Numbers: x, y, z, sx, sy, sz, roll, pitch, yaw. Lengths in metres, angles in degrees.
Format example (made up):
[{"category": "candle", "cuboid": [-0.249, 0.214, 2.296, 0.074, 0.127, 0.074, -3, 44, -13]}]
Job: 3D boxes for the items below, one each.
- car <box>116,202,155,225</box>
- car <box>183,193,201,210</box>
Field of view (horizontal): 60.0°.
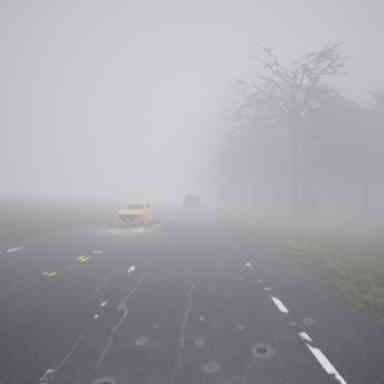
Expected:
[{"category": "car", "cuboid": [-3.979, 1.470, 24.138, 1.882, 1.535, 5.008, 0, 0, 5]}, {"category": "car", "cuboid": [-0.009, 1.230, 43.591, 2.150, 2.045, 5.566, 0, 0, 0]}]
